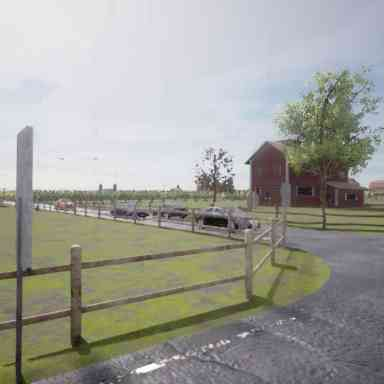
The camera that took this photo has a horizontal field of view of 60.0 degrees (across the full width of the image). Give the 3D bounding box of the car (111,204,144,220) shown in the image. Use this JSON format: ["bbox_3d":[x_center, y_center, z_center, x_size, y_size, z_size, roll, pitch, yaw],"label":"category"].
[{"bbox_3d":[-5.965,1.798,31.560,2.033,1.411,5.357,1,-1,-36],"label":"car"}]

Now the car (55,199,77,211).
[{"bbox_3d":[-18.652,1.796,49.132,2.097,1.767,4.553,1,-1,-36],"label":"car"}]

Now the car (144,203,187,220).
[{"bbox_3d":[-2.353,1.770,31.406,1.837,1.490,4.892,1,-1,-36],"label":"car"}]

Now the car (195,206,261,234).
[{"bbox_3d":[2.090,1.614,20.447,2.128,1.511,4.902,1,-1,-35],"label":"car"}]
